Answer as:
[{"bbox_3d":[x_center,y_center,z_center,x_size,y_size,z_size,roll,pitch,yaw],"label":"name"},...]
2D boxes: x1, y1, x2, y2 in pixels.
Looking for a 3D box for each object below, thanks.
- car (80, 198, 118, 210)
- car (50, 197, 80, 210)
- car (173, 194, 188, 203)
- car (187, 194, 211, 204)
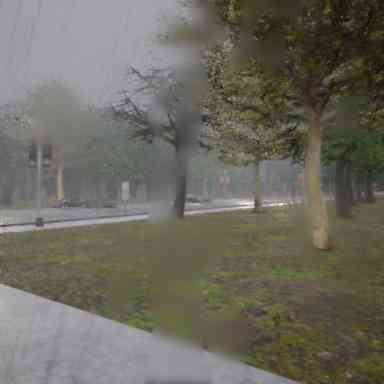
[{"bbox_3d":[-11.350,1.458,41.577,1.994,1.385,4.181,1,1,35],"label":"car"},{"bbox_3d":[-15.275,1.385,41.661,1.837,1.490,4.892,1,1,35],"label":"car"},{"bbox_3d":[-1.505,1.117,60.935,2.097,1.767,4.553,1,1,36],"label":"car"},{"bbox_3d":[1.634,1.352,59.732,1.994,1.385,4.181,1,1,36],"label":"car"}]
